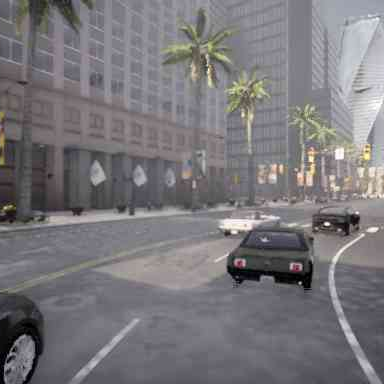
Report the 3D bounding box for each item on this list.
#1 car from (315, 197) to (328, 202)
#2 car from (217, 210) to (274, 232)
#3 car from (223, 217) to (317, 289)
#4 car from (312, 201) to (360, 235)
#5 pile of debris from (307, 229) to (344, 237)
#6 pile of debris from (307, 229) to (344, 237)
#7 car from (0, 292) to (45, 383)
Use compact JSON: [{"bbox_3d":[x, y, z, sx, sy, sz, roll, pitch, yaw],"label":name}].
[{"bbox_3d":[27.953,1.723,71.685,2.161,1.482,4.786,0,0,34],"label":"car"},{"bbox_3d":[3.238,1.641,17.932,1.895,1.301,4.718,0,0,32],"label":"car"},{"bbox_3d":[2.433,1.624,9.356,1.895,1.301,4.718,0,0,21],"label":"car"},{"bbox_3d":[8.486,1.532,19.397,1.882,1.535,5.008,1,0,35],"label":"car"},{"bbox_3d":[7.355,2.229,18.286,1.500,0.140,1.860,0,0,35],"label":"pile of debris"},{"bbox_3d":[7.355,2.229,18.286,1.500,0.140,1.860,0,0,35],"label":"pile of debris"},{"bbox_3d":[-2.939,1.501,2.339,1.837,1.490,4.892,0,0,5],"label":"car"}]
